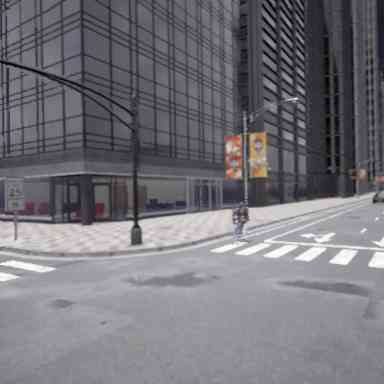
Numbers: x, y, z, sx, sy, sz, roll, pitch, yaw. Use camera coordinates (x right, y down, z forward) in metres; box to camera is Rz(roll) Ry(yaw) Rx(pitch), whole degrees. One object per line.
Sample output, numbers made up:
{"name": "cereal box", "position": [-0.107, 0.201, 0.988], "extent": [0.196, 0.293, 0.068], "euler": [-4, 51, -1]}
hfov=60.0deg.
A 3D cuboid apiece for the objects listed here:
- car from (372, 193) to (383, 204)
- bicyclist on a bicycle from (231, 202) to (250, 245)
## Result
{"name": "car", "position": [26.785, 0.854, 47.181], "extent": [1.882, 1.535, 5.008], "euler": [-1, 0, 34]}
{"name": "bicyclist on a bicycle", "position": [2.029, 1.301, 13.993], "extent": [0.659, 1.776, 1.843], "euler": [-1, 0, 33]}
